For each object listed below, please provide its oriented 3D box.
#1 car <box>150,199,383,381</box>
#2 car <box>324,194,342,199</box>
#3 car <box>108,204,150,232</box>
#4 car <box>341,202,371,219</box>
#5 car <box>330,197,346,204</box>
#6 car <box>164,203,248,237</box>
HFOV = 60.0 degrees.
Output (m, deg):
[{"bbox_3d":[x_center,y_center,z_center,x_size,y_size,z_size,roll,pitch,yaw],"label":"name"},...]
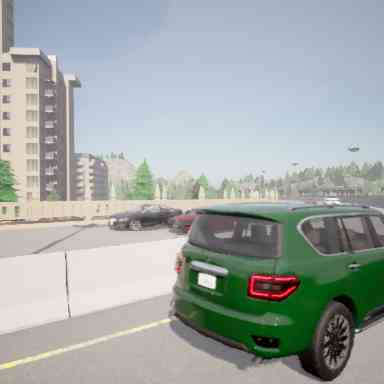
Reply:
[{"bbox_3d":[2.248,1.216,5.758,5.566,2.045,2.150,1,-1,-40],"label":"car"},{"bbox_3d":[23.496,1.425,55.954,2.150,2.045,5.566,0,-1,18],"label":"car"},{"bbox_3d":[-2.732,1.512,20.327,4.902,1.511,2.128,0,0,-44],"label":"car"},{"bbox_3d":[15.316,1.636,30.951,1.994,1.385,4.181,0,0,34],"label":"car"},{"bbox_3d":[30.125,1.758,68.866,1.837,1.490,4.892,0,0,9],"label":"car"},{"bbox_3d":[0.933,1.498,19.008,5.008,1.535,1.882,0,0,-45],"label":"car"}]
